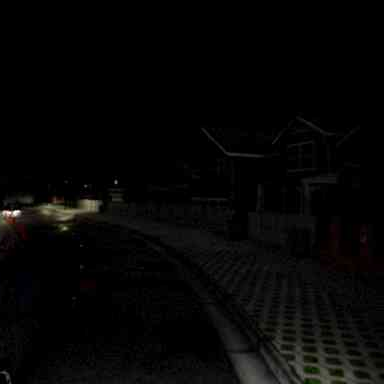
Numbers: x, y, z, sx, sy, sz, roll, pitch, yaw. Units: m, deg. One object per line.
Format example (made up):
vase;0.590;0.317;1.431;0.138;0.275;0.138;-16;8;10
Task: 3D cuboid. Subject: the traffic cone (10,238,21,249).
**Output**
traffic cone;-6.684;2.043;12.431;0.340;0.580;0.340;0;0;-19

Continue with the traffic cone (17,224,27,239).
traffic cone;-8.506;2.073;16.777;0.340;0.580;0.340;0;0;-26

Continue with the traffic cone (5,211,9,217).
traffic cone;-16.103;2.161;29.413;0.340;0.580;0.340;0;0;-32

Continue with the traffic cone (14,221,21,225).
traffic cone;-10.830;2.101;20.916;0.340;0.580;0.340;0;0;-32

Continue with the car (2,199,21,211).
car;-25.470;1.803;46.743;2.128;1.511;4.902;0;0;-35

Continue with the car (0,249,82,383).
car;-2.859;1.580;4.555;2.033;1.411;5.357;0;0;-7

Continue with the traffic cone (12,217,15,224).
traffic cone;-13.467;2.131;25.165;0.340;0.580;0.340;0;0;-32
